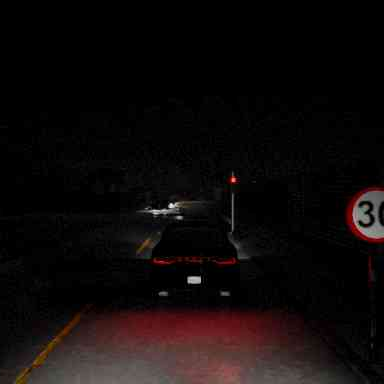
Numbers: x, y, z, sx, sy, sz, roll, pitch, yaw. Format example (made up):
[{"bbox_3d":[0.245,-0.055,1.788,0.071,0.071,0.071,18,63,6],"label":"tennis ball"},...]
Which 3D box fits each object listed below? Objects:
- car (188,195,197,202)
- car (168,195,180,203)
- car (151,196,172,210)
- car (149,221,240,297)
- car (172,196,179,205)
[{"bbox_3d":[0.135,1.339,71.405,1.812,1.442,4.674,0,0,0],"label":"car"},{"bbox_3d":[-3.863,1.525,72.221,2.128,1.511,4.902,0,0,0],"label":"car"},{"bbox_3d":[-4.019,1.564,42.713,1.994,1.385,4.181,0,0,0],"label":"car"},{"bbox_3d":[0.068,1.478,8.629,1.882,1.535,5.008,0,0,1],"label":"car"},{"bbox_3d":[-3.970,1.492,58.642,2.128,1.511,4.902,0,0,0],"label":"car"}]
